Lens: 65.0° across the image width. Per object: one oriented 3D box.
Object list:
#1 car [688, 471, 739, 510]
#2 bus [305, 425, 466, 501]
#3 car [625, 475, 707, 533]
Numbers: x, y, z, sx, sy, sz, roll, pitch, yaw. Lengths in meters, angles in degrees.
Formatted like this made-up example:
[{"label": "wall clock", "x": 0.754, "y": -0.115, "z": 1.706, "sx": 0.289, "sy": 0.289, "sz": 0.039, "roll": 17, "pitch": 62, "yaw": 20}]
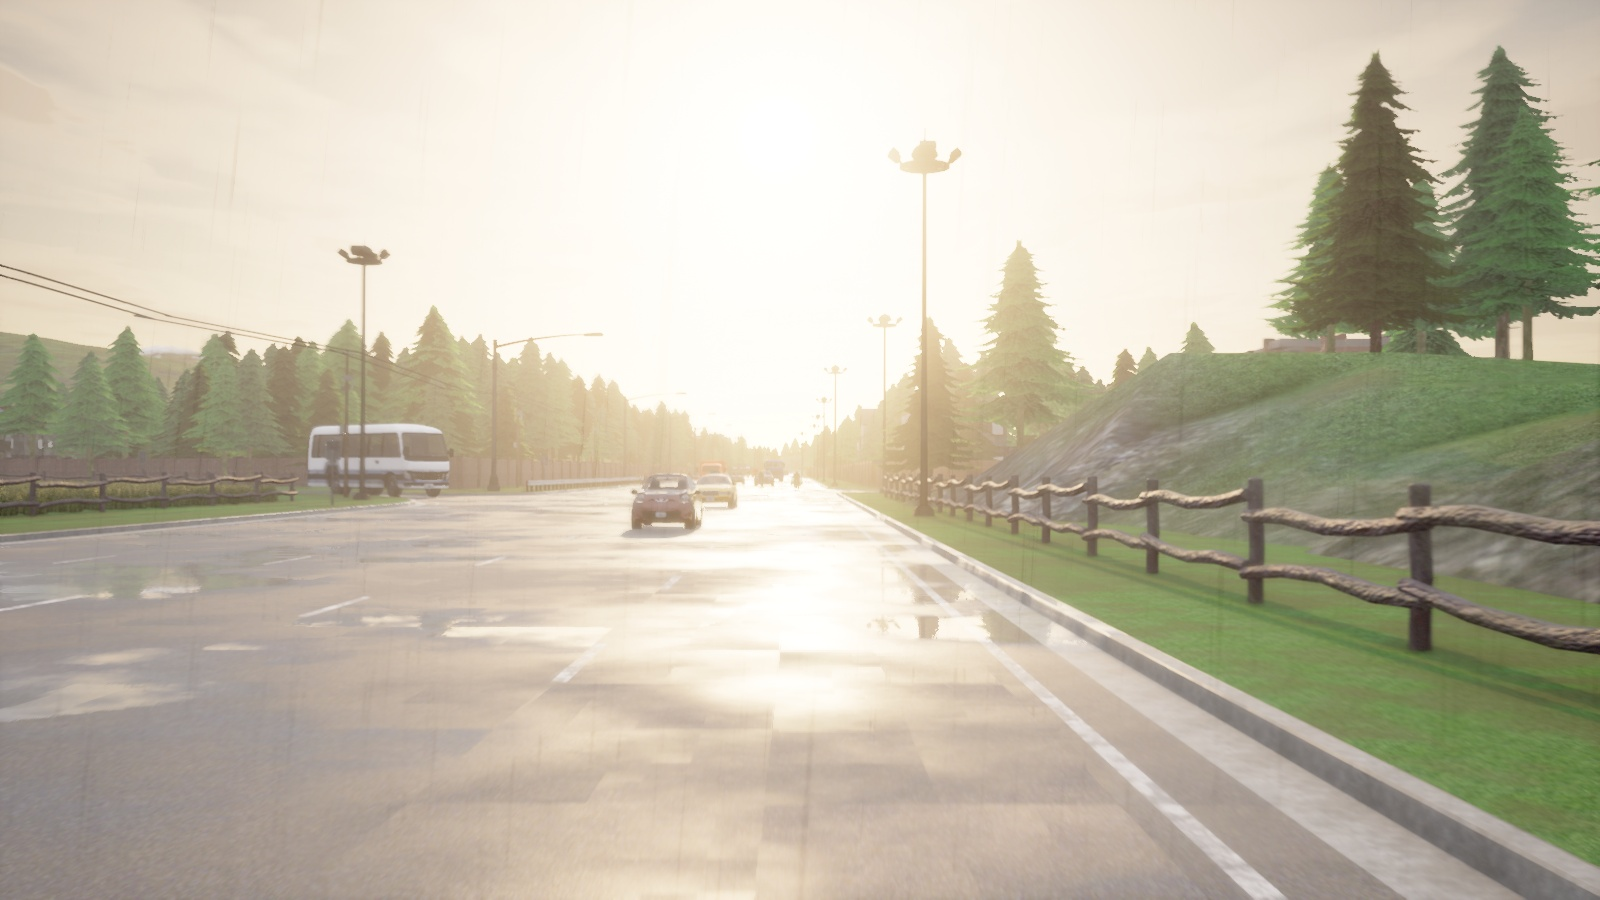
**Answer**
[{"label": "car", "x": -3.632, "y": 1.683, "z": 53.678, "sx": 1.801, "sy": 1.575, "sz": 5.366, "roll": 0, "pitch": -1, "yaw": 0}, {"label": "bus", "x": -24.629, "y": 0.802, "z": 74.342, "sx": 10.273, "sy": 4.253, "sz": 3.944, "roll": -1, "pitch": -1, "yaw": 37}, {"label": "car", "x": -3.584, "y": 1.424, "z": 34.101, "sx": 1.845, "sy": 1.501, "sz": 3.633, "roll": 0, "pitch": -1, "yaw": 0}]
